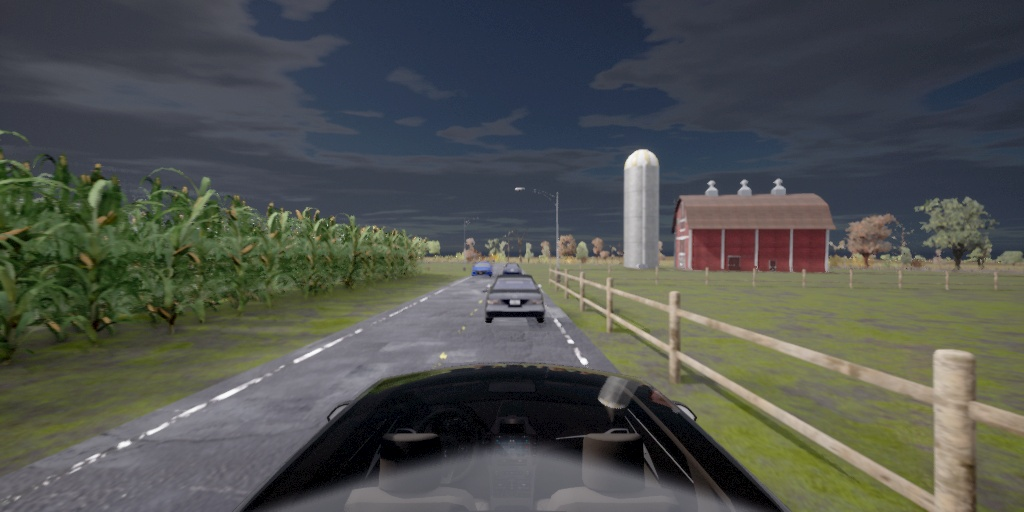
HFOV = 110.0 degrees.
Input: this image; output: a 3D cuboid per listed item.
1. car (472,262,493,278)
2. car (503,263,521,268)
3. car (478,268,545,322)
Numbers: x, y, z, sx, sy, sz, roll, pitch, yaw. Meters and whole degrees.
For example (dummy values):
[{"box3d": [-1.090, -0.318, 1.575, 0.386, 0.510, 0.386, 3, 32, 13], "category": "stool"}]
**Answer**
[{"box3d": [-2.890, 1.337, 35.833, 1.882, 1.535, 5.008, 0, 0, 0], "category": "car"}, {"box3d": [0.021, 1.436, 39.177, 1.994, 1.385, 4.181, 0, 0, 0], "category": "car"}, {"box3d": [0.082, 1.329, 12.409, 2.033, 1.411, 5.357, 0, 0, 0], "category": "car"}]
